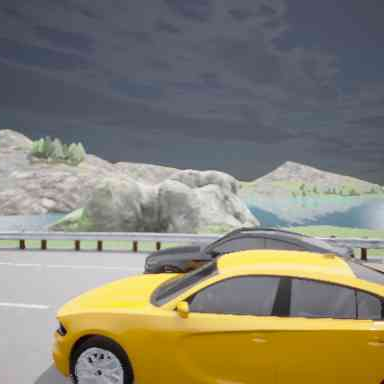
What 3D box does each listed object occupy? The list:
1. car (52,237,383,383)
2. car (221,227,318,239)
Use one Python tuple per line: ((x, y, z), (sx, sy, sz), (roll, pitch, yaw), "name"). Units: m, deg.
((0.793, 1.487, 4.043), (5.008, 1.535, 1.882), (0, 0, 13), "car")
((1.226, 1.547, 7.514), (4.674, 1.442, 1.812), (-1, 0, 13), "car")
